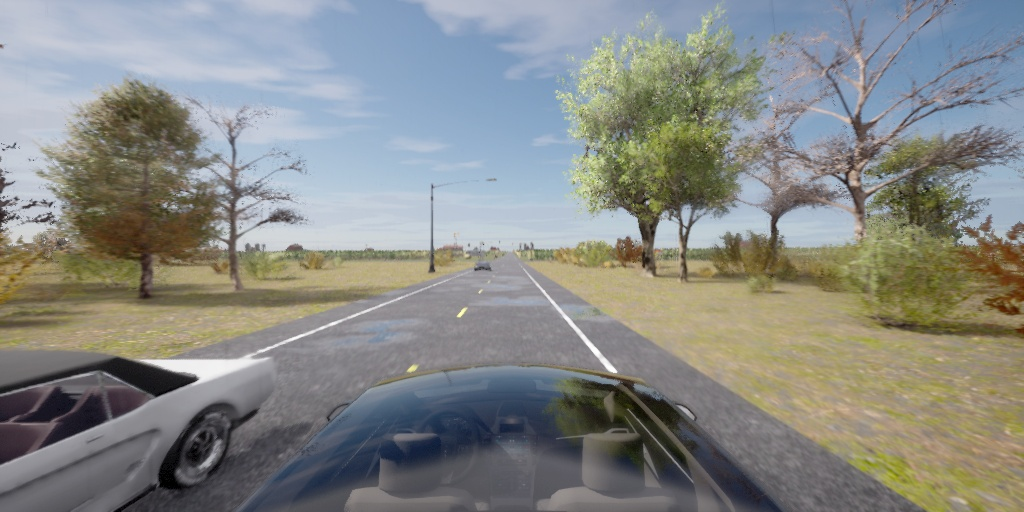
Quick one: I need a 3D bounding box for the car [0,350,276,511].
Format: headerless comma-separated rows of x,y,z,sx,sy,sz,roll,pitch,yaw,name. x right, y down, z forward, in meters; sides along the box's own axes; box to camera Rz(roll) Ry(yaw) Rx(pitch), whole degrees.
-3.600,1.351,1.803,1.895,1.301,4.718,0,0,0,car

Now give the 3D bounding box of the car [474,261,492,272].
-3.589,1.251,44.577,1.994,1.385,4.181,0,0,0,car
